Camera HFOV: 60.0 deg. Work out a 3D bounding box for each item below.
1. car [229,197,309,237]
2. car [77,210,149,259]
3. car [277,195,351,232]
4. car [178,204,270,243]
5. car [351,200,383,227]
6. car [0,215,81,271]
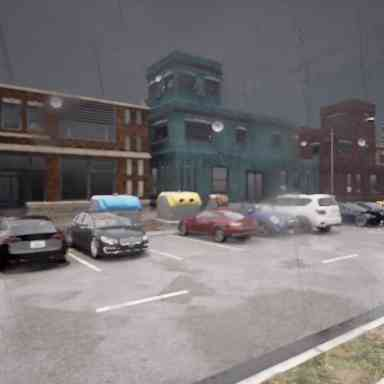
[{"bbox_3d":[3.478,1.313,17.696,2.185,1.767,4.553,0,0,-35],"label":"car"},{"bbox_3d":[-3.377,1.469,12.796,2.231,1.521,4.892,0,0,-35],"label":"car"},{"bbox_3d":[5.774,1.179,19.321,2.435,2.045,5.566,0,0,-35],"label":"car"},{"bbox_3d":[1.159,1.487,16.006,2.002,1.452,4.674,0,0,-35],"label":"car"},{"bbox_3d":[10.340,1.447,22.495,2.163,1.488,4.792,0,0,-35],"label":"car"},{"bbox_3d":[-5.656,1.509,11.204,2.163,1.488,4.792,0,0,-35],"label":"car"}]
